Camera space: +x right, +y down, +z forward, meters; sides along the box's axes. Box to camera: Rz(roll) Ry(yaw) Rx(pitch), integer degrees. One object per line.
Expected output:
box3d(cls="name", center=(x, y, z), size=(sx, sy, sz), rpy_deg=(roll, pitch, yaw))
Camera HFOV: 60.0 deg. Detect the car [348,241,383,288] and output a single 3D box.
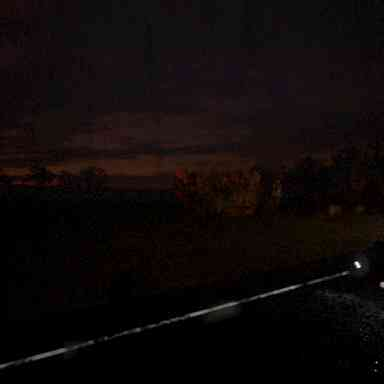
box3d(cls="car", center=(6.138, 1.508, 8.336), size=(5.357, 1.411, 2.033), rpy_deg=(0, 0, -36))
